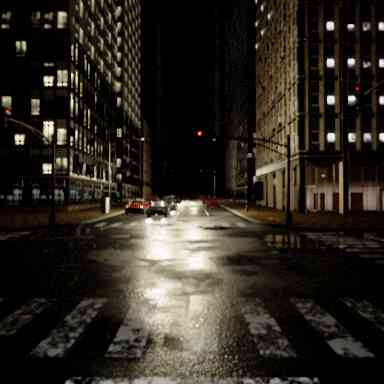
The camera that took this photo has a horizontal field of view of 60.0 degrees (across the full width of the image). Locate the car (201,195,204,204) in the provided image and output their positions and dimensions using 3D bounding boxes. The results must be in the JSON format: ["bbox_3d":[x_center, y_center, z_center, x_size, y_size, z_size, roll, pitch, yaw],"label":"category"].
[{"bbox_3d":[2.833,1.519,56.531,1.752,1.417,4.829,1,0,0],"label":"car"}]

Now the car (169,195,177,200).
[{"bbox_3d":[-5.460,1.557,95.338,1.947,1.339,4.313,1,0,0],"label":"car"}]

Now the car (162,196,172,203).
[{"bbox_3d":[-5.510,1.537,73.038,1.887,1.381,4.507,1,0,0],"label":"car"}]

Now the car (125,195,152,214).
[{"bbox_3d":[-5.597,1.436,34.012,1.967,1.590,4.097,1,0,0],"label":"car"}]

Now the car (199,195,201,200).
[{"bbox_3d":[2.845,1.559,61.938,1.947,1.339,4.313,1,0,0],"label":"car"}]

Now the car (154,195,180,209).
[{"bbox_3d":[-2.994,1.347,40.857,2.097,1.767,4.553,0,0,1],"label":"car"}]

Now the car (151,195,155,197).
[{"bbox_3d":[-5.569,1.310,45.162,2.192,1.841,5.009,1,0,0],"label":"car"}]

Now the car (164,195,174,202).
[{"bbox_3d":[-5.497,1.542,78.613,2.008,1.369,4.403,1,0,0],"label":"car"}]

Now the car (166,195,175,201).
[{"bbox_3d":[-5.485,1.536,84.188,1.887,1.381,4.507,1,0,0],"label":"car"}]

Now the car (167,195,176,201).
[{"bbox_3d":[-5.472,1.542,89.763,2.008,1.369,4.403,1,0,0],"label":"car"}]

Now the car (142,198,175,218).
[{"bbox_3d":[-3.023,1.543,30.946,2.033,1.411,5.357,0,0,0],"label":"car"}]

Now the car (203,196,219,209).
[{"bbox_3d":[2.806,1.577,45.205,1.802,1.307,4.206,1,0,0],"label":"car"}]
